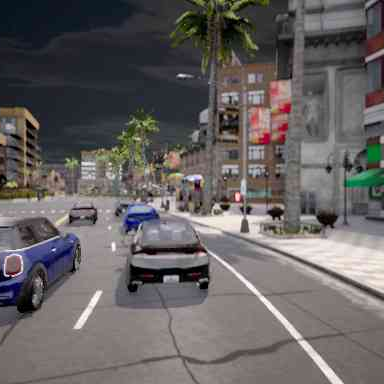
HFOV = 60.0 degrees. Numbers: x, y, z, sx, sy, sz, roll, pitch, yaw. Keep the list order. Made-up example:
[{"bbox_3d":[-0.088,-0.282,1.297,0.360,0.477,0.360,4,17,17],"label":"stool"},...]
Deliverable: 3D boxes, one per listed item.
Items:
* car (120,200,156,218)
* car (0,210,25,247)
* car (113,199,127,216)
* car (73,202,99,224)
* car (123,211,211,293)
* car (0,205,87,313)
[{"bbox_3d":[-3.093,1.469,19.836,1.882,1.535,5.008,0,0,-14],"label":"car"},{"bbox_3d":[-9.039,1.595,14.698,1.895,1.301,4.718,0,0,-13],"label":"car"},{"bbox_3d":[-6.550,1.490,32.422,1.837,1.490,4.892,0,0,-15],"label":"car"},{"bbox_3d":[-7.901,1.480,24.412,2.128,1.511,4.902,0,0,-15],"label":"car"},{"bbox_3d":[-0.721,1.488,8.918,2.128,1.511,4.902,0,0,-7],"label":"car"},{"bbox_3d":[-4.083,1.347,7.743,2.097,1.767,4.553,0,0,-6],"label":"car"}]
